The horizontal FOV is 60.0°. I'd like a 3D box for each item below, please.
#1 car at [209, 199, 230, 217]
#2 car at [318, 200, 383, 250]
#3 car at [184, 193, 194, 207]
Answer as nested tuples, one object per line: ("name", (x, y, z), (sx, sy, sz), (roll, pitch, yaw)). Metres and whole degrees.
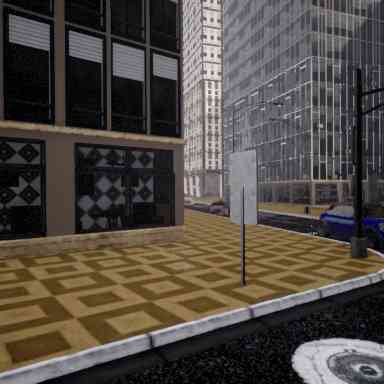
("car", (3.014, 1.282, 28.401), (1.994, 1.385, 4.181), (-1, 1, -19))
("car", (7.433, 1.280, 14.176), (2.097, 1.767, 4.553), (0, 1, -12))
("car", (-1.347, 0.880, 41.408), (2.097, 1.767, 4.553), (-1, 1, -18))
